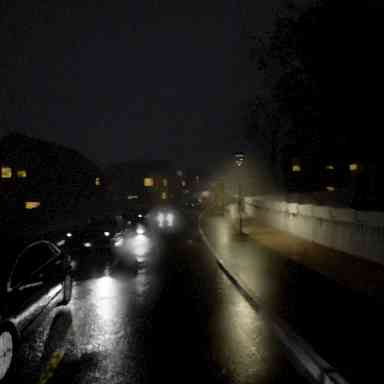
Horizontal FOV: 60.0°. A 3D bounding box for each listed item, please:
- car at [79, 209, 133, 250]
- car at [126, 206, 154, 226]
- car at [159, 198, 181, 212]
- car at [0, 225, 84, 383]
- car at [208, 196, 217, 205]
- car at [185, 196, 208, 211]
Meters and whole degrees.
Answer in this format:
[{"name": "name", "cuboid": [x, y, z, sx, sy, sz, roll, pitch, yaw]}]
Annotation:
[{"name": "car", "cuboid": [-4.063, 1.708, 14.910, 1.895, 1.301, 4.718, -2, 0, -2]}, {"name": "car", "cuboid": [-4.108, 1.701, 24.498, 1.895, 1.301, 4.718, -2, 0, 2]}, {"name": "car", "cuboid": [-2.650, 1.525, 40.152, 2.128, 1.511, 4.902, -2, 0, 9]}, {"name": "car", "cuboid": [-3.308, 1.598, 5.359, 1.837, 1.490, 4.892, -2, 0, -6]}, {"name": "car", "cuboid": [2.567, 1.288, 50.473, 1.994, 1.385, 4.181, -2, 1, 14]}, {"name": "car", "cuboid": [0.424, 1.463, 40.225, 1.994, 1.385, 4.181, -2, 1, 9]}]
